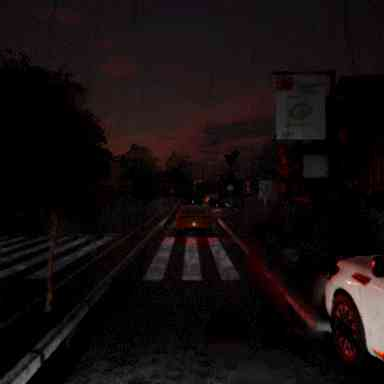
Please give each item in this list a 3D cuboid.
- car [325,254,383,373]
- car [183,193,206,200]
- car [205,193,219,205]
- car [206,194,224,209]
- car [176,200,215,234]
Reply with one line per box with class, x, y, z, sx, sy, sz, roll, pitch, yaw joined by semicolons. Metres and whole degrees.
car;3.051;1.227;2.609;2.435;2.045;5.566;0;0;0
car;0.114;1.053;38.095;2.150;2.045;5.566;0;2;0
car;2.945;0.971;49.527;1.882;1.535;5.008;0;2;0
car;2.941;1.237;41.505;1.837;1.490;4.892;0;2;0
car;0.108;1.453;19.216;1.882;1.535;5.008;0;0;0
